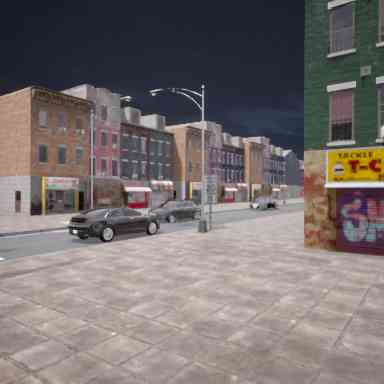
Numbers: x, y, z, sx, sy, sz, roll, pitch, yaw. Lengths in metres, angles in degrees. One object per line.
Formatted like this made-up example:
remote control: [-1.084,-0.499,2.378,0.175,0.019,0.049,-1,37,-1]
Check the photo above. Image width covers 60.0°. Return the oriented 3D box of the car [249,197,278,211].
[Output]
car: [8.124,1.293,37.414,2.128,1.511,4.902,0,0,36]

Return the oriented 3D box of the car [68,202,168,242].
car: [-3.586,1.443,16.197,1.837,1.490,4.892,0,0,36]

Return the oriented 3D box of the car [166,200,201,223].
car: [-1.233,1.391,24.372,1.837,1.490,4.892,0,0,36]
